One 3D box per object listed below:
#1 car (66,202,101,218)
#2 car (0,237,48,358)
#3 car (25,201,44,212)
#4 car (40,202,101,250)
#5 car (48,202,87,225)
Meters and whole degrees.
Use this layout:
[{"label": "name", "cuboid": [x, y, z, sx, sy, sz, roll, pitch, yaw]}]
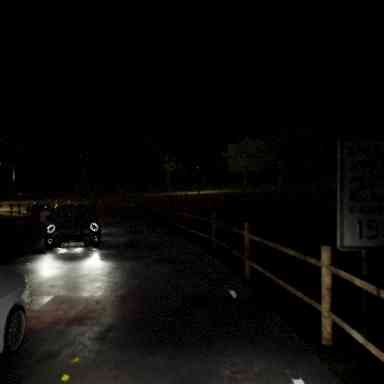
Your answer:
[{"label": "car", "cuboid": [-11.028, 1.740, 33.473, 1.895, 1.301, 4.718, -1, 0, -37]}, {"label": "car", "cuboid": [-3.220, 1.536, 3.268, 1.812, 1.442, 4.674, 0, 0, -5]}, {"label": "car", "cuboid": [-19.773, 1.885, 42.804, 4.181, 1.385, 1.994, -1, 0, 40]}, {"label": "car", "cuboid": [-5.170, 1.389, 14.638, 2.097, 1.767, 4.553, -1, 0, -18]}, {"label": "car", "cuboid": [-9.969, 1.612, 26.368, 2.128, 1.511, 4.902, -1, 0, -29]}]
